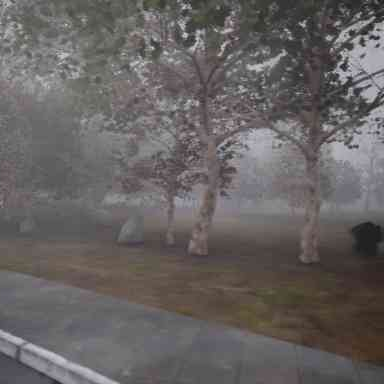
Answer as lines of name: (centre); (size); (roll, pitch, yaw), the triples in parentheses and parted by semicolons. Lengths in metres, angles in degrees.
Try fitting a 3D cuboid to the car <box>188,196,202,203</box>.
car: (1.397, 2.107, 92.245); (2.435, 2.045, 5.566); (5, 1, 43)
